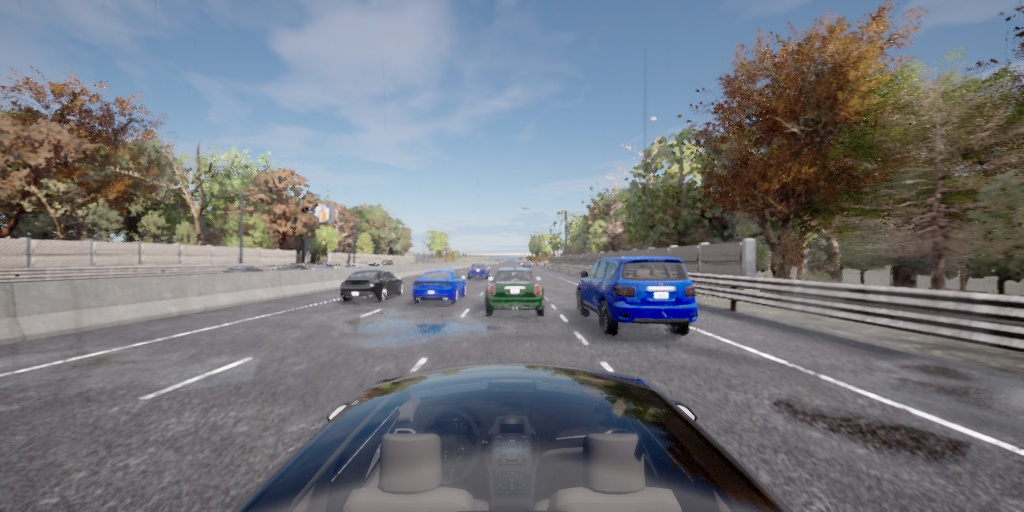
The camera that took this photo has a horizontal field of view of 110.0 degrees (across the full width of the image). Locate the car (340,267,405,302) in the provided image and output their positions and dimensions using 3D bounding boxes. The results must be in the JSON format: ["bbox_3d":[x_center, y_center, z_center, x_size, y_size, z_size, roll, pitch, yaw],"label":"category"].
[{"bbox_3d":[-6.897,1.438,18.200,1.837,1.490,4.892,0,-1,0],"label":"car"}]

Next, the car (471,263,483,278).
[{"bbox_3d":[-3.395,1.511,37.939,2.097,1.767,4.553,0,-1,0],"label":"car"}]

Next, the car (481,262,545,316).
[{"bbox_3d":[0.103,1.241,14.295,2.097,1.767,4.553,0,-1,0],"label":"car"}]

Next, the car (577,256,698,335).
[{"bbox_3d":[3.492,1.045,11.077,2.150,2.045,5.566,0,-1,0],"label":"car"}]

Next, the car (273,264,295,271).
[{"bbox_3d":[-24.581,1.686,39.904,1.837,1.490,4.892,0,-1,0],"label":"car"}]

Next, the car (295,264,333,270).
[{"bbox_3d":[-21.084,1.725,39.575,2.033,1.411,5.357,0,-1,0],"label":"car"}]

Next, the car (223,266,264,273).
[{"bbox_3d":[-28.081,1.718,37.615,1.994,1.385,4.181,0,-1,0],"label":"car"}]

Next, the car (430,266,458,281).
[{"bbox_3d":[-6.892,1.747,36.826,1.895,1.301,4.718,0,-1,0],"label":"car"}]

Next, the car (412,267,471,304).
[{"bbox_3d":[-3.397,1.404,17.538,1.882,1.535,5.008,0,-1,0],"label":"car"}]

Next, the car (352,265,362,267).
[{"bbox_3d":[-17.582,1.744,39.795,1.994,1.385,4.181,0,-1,0],"label":"car"}]
